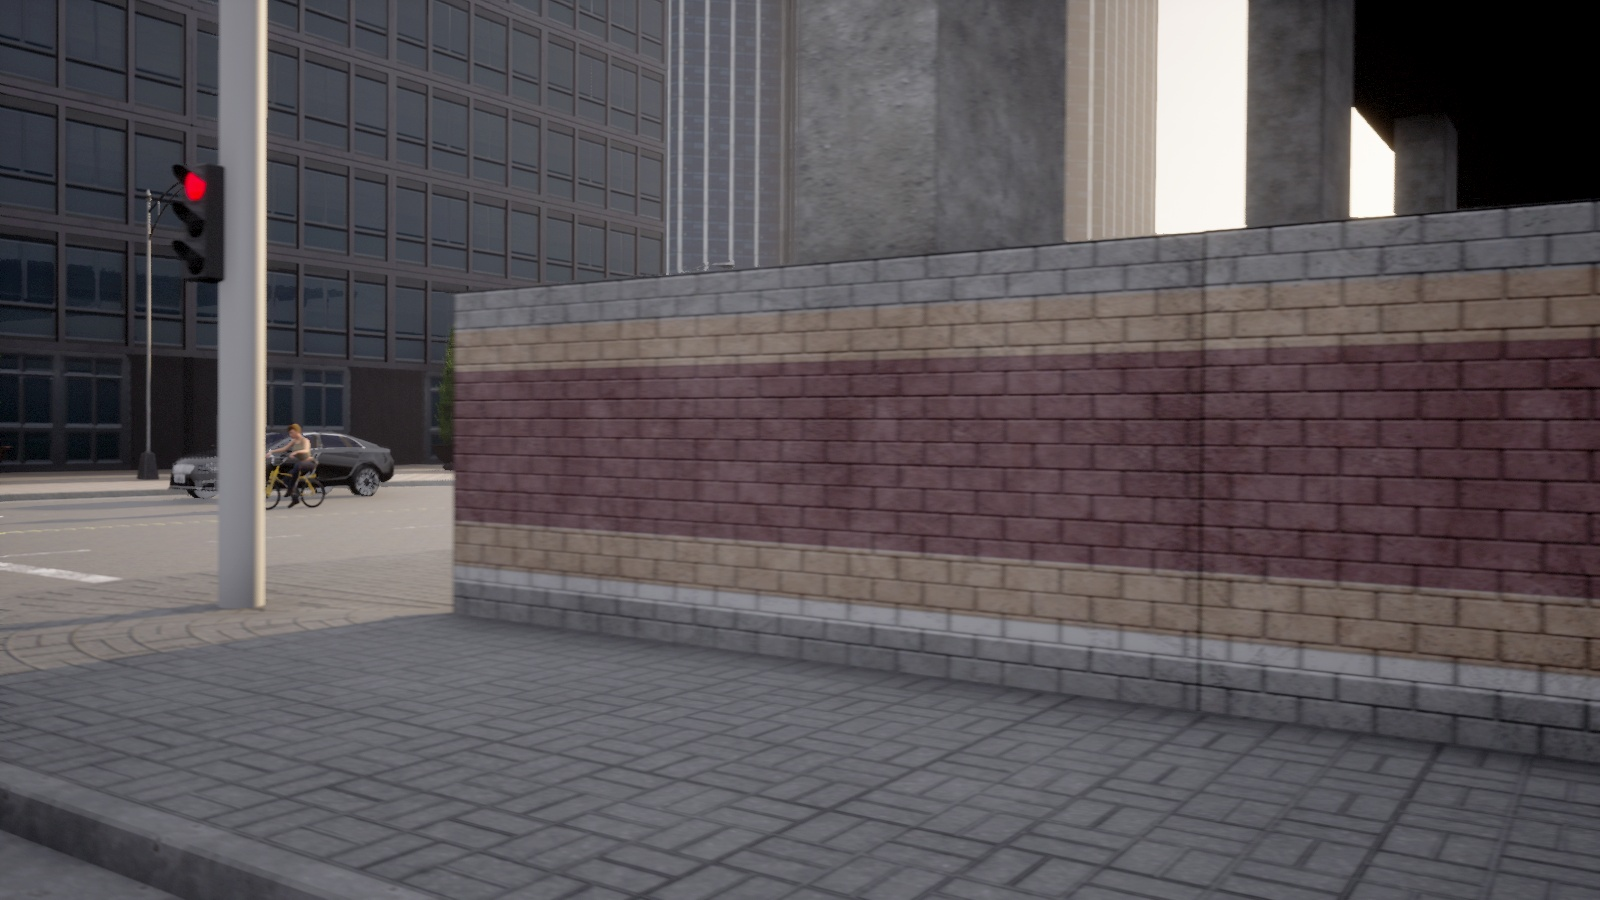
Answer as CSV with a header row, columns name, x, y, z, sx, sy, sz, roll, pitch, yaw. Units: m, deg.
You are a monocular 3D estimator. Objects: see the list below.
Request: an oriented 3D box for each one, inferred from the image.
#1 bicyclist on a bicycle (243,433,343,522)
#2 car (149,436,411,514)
name,x,y,z,sx,sy,sz,roll,pitch,yaw
bicyclist on a bicycle,-9.536,0.487,23.656,0.866,1.612,1.509,0,1,34
car,-11.217,0.470,27.447,2.128,1.511,4.902,0,1,34
